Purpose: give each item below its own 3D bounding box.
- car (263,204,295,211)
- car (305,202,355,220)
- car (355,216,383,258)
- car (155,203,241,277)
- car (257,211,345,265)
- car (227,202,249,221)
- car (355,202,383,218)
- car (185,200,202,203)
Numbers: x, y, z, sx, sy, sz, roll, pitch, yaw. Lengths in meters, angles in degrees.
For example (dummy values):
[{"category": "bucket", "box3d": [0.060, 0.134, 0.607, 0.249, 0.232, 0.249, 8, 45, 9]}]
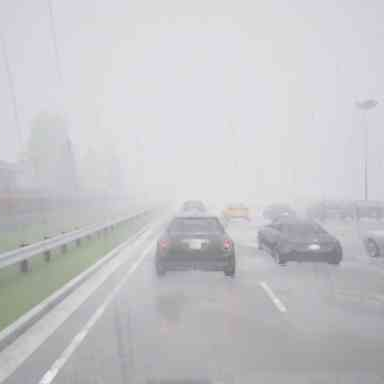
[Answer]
[{"category": "car", "box3d": [7.103, 1.631, 27.202, 1.994, 1.385, 4.181, 0, 0, 0]}, {"category": "car", "box3d": [10.603, 1.557, 26.676, 2.128, 1.511, 4.902, 0, 0, 0]}, {"category": "car", "box3d": [7.096, 1.625, 9.983, 1.895, 1.301, 4.718, 0, 0, 0]}, {"category": "car", "box3d": [0.095, 1.379, 10.470, 2.097, 1.767, 4.553, 0, 0, 0]}, {"category": "car", "box3d": [3.597, 1.593, 11.800, 1.994, 1.385, 4.181, 0, 0, 0]}, {"category": "car", "box3d": [3.606, 1.548, 28.243, 1.882, 1.535, 5.008, 0, 0, 0]}, {"category": "car", "box3d": [14.105, 1.546, 28.238, 1.882, 1.535, 5.008, 0, 0, 0]}, {"category": "car", "box3d": [0.102, 1.418, 26.421, 2.097, 1.767, 4.553, 0, 0, 0]}]
